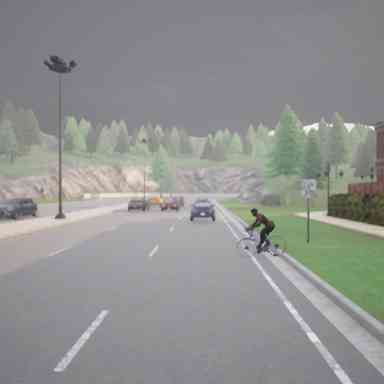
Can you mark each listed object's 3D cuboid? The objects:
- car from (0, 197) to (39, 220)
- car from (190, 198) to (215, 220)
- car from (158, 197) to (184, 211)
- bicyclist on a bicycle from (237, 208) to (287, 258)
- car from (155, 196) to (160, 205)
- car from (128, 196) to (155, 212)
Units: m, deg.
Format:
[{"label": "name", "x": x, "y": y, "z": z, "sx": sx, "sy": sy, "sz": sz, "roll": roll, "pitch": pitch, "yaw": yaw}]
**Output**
[{"label": "car", "x": -14.325, "y": 1.261, "z": 26.797, "sx": 2.097, "sy": 1.767, "sz": 4.553, "roll": 0, "pitch": 0, "yaw": 2}, {"label": "car", "x": 0.862, "y": 1.439, "z": 26.586, "sx": 1.812, "sy": 1.442, "sz": 4.674, "roll": 0, "pitch": 0, "yaw": 2}, {"label": "car", "x": -2.338, "y": 1.477, "z": 37.621, "sx": 1.895, "sy": 1.301, "sz": 4.718, "roll": 0, "pitch": 0, "yaw": 2}, {"label": "bicyclist on a bicycle", "x": 2.262, "y": 1.352, "z": 10.962, "sx": 1.656, "sy": 1.620, "sz": 0.582, "roll": -4, "pitch": 0, "yaw": 2}, {"label": "car", "x": -5.480, "y": 1.312, "z": 50.237, "sx": 1.882, "sy": 1.535, "sz": 5.008, "roll": 0, "pitch": 0, "yaw": 2}, {"label": "car", "x": -5.853, "y": 1.367, "z": 37.294, "sx": 2.128, "sy": 1.511, "sz": 4.902, "roll": 0, "pitch": 0, "yaw": 2}]
